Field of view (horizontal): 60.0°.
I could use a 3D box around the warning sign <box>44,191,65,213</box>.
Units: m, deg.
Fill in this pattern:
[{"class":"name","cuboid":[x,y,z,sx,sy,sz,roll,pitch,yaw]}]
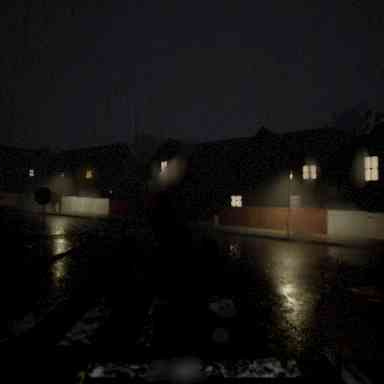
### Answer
[{"class":"warning sign","cuboid":[-12.288,0.893,29.661,1.060,1.860,1.300,-1,0,32]}]
